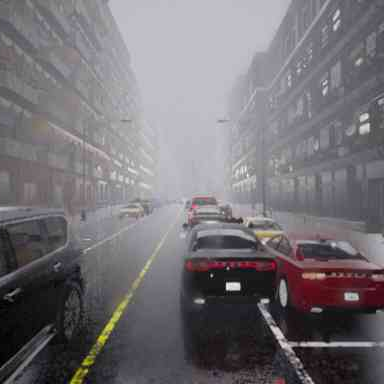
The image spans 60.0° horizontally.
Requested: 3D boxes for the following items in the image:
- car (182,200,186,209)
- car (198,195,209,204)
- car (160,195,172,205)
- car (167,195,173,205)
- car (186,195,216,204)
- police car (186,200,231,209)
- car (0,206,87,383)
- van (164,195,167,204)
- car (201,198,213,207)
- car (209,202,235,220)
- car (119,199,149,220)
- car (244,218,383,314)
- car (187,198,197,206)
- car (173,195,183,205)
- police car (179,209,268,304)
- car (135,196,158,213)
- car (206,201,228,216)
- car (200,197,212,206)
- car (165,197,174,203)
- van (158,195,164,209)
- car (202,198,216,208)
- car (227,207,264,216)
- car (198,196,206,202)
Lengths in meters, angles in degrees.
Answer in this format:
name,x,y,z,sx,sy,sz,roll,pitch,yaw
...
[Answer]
name,x,y,z,sx,sy,sz,roll,pitch,yaw
car,0.012,1.758,45.878,1.895,1.301,4.718,0,0,0
car,2.549,1.622,73.970,2.192,1.841,5.009,1,0,0
car,-5.297,1.591,68.498,2.192,1.841,5.009,1,0,0
car,-5.296,1.560,62.968,2.192,1.841,5.009,1,0,0
car,0.823,1.297,24.305,2.150,2.045,5.566,0,0,0
police car,0.823,1.476,18.380,1.930,1.638,5.238,0,0,0
car,-2.850,1.229,3.465,2.150,2.045,5.566,0,0,0
van,-5.296,1.528,51.907,1.690,1.788,3.998,1,0,0
car,2.579,1.760,57.375,1.887,1.381,4.507,1,0,0
car,2.581,1.637,29.722,1.887,1.381,4.507,1,0,0
car,-5.298,1.617,29.615,1.752,1.417,4.829,2,0,0
car,2.583,1.564,7.600,1.887,1.381,4.507,1,0,0
car,-0.005,1.749,58.992,1.812,1.442,4.674,0,0,0
car,-2.757,1.792,66.919,1.812,1.442,4.674,0,0,0
police car,0.708,1.447,8.375,1.930,1.638,5.238,0,0,0
car,-5.293,1.428,35.317,2.192,1.841,5.009,2,0,0
car,2.580,1.664,35.254,2.008,1.369,4.403,1,0,0
car,2.589,1.685,62.908,1.967,1.590,4.097,1,0,0
car,-5.304,1.908,79.559,1.947,1.339,4.313,1,0,0
van,-5.295,1.501,46.375,1.690,1.788,3.998,2,0,0
car,2.580,1.731,51.845,1.887,1.381,4.507,1,0,0
car,2.583,1.560,13.302,1.752,1.417,4.829,1,0,0
car,2.544,1.818,85.032,1.967,1.590,4.097,1,0,0
